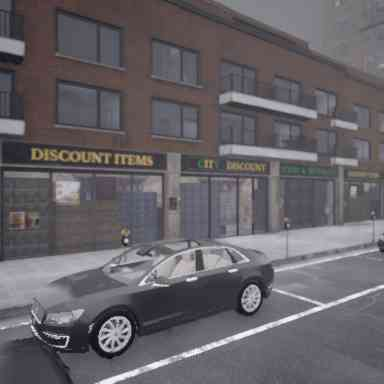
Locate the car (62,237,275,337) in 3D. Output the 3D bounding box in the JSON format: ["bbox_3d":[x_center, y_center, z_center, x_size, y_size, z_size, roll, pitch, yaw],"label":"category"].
[{"bbox_3d":[-0.419,1.547,5.893,4.403,1.369,2.008,0,0,-36],"label":"car"}]

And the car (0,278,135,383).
[{"bbox_3d":[-2.962,1.550,0.952,5.357,1.411,2.033,0,0,-36],"label":"car"}]

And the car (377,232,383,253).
[{"bbox_3d":[8.559,1.564,12.314,4.206,1.307,1.802,0,0,-36],"label":"car"}]
